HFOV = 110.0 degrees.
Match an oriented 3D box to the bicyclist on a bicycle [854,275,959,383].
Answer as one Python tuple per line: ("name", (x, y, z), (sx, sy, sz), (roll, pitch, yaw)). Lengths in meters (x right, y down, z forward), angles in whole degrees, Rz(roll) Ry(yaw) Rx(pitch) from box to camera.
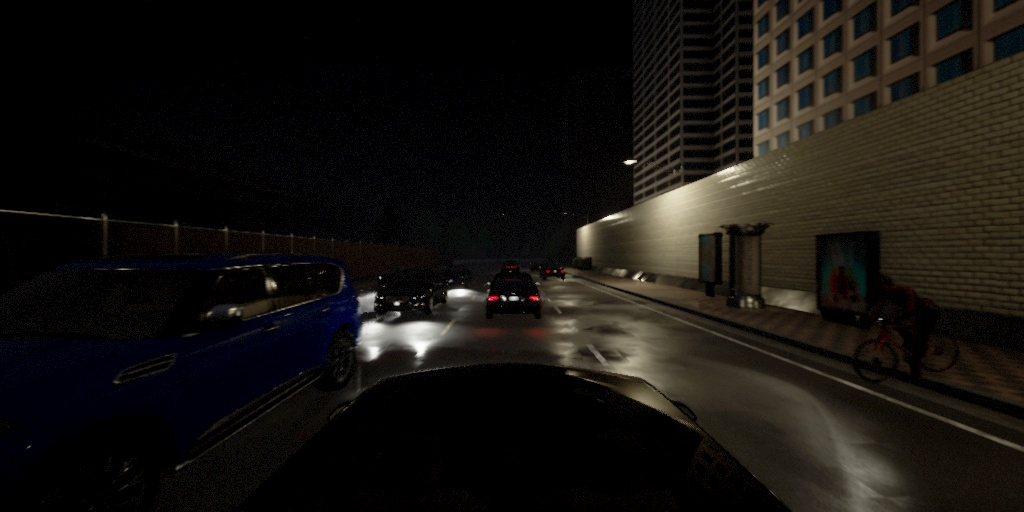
("bicyclist on a bicycle", (6.036, 1.094, 5.559), (1.656, 1.620, 0.582), (-10, 0, 0))

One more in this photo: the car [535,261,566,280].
("car", (3.438, 1.291, 31.256), (2.033, 1.411, 5.357), (0, 0, -1))

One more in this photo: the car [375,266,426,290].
("car", (-7.123, 1.369, 23.444), (1.895, 1.301, 4.718), (0, 0, 0))

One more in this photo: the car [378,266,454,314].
("car", (-3.661, 1.264, 13.793), (1.837, 1.490, 4.892), (0, 0, 0))

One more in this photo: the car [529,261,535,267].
("car", (3.340, 1.307, 46.155), (1.994, 1.385, 4.181), (0, 0, 0))

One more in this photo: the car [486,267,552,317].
("car", (0.048, 1.298, 13.048), (2.033, 1.411, 5.357), (0, 0, 0))

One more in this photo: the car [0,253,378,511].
("car", (-3.606, 0.981, 3.920), (2.150, 2.045, 5.566), (0, 0, 0))

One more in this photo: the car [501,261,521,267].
("car", (-0.124, 1.257, 37.750), (1.837, 1.490, 4.892), (0, 0, 0))

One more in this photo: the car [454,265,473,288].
("car", (-3.705, 1.323, 23.791), (1.994, 1.385, 4.181), (0, 0, 0))
